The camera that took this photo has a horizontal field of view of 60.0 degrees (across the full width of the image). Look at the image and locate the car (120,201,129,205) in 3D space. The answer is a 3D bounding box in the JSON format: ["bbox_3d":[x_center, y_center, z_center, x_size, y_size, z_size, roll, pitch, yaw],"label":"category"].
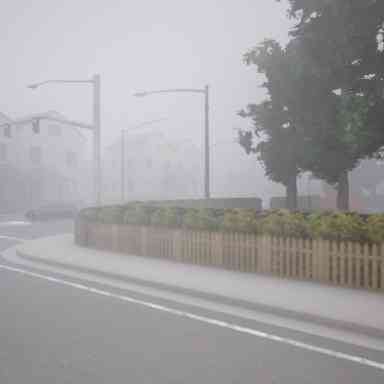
[{"bbox_3d":[-6.318,1.616,34.513,1.994,1.385,4.181,0,0,34],"label":"car"}]

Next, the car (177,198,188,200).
[{"bbox_3d":[-1.160,1.530,41.923,1.882,1.535,5.008,0,0,35],"label":"car"}]

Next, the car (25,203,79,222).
[{"bbox_3d":[-11.337,1.616,27.259,1.994,1.385,4.181,0,0,35],"label":"car"}]

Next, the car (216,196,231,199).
[{"bbox_3d":[4.515,1.404,50.063,2.097,1.767,4.553,0,0,35],"label":"car"}]
